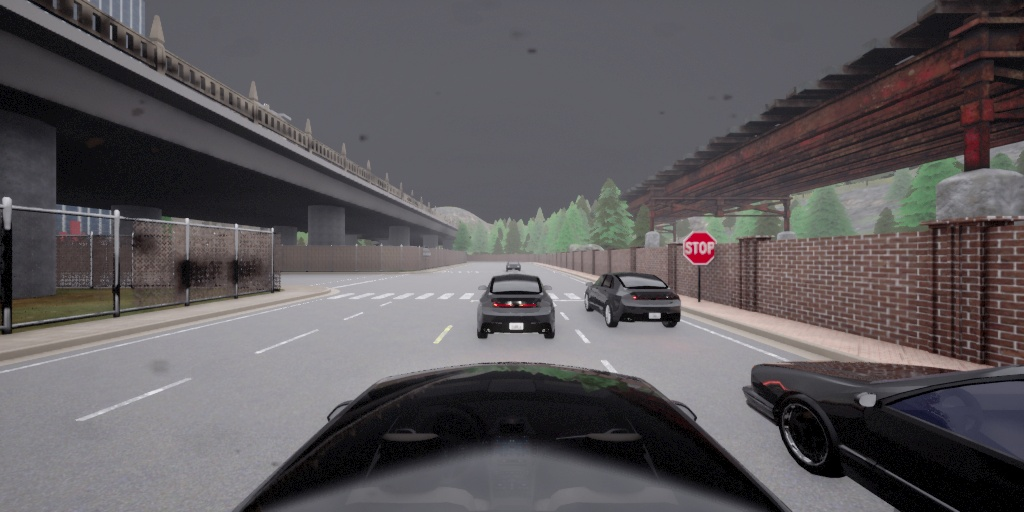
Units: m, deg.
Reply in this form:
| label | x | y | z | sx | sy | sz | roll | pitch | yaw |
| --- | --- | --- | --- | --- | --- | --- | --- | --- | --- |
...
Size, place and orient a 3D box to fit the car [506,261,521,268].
| label | x | y | z | sx | sy | sz | roll | pitch | yaw |
| --- | --- | --- | --- | --- | --- | --- | --- | --- | --- |
| car | 0.164 | 1.351 | 46.352 | 1.895 | 1.301 | 4.718 | 0 | 0 | -1 |

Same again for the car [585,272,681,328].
| label | x | y | z | sx | sy | sz | roll | pitch | yaw |
| --- | --- | --- | --- | --- | --- | --- | --- | --- | --- |
| car | 3.596 | 1.255 | 11.433 | 1.837 | 1.490 | 4.892 | 0 | 0 | 0 |

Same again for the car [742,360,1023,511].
| label | x | y | z | sx | sy | sz | roll | pitch | yaw |
| --- | --- | --- | --- | --- | --- | --- | --- | --- | --- |
| car | 3.600 | 1.297 | 1.687 | 2.033 | 1.411 | 5.357 | 0 | 0 | 0 |

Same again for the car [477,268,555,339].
| label | x | y | z | sx | sy | sz | roll | pitch | yaw |
| --- | --- | --- | --- | --- | --- | --- | --- | --- | --- |
| car | 0.095 | 1.255 | 10.073 | 1.837 | 1.490 | 4.892 | 0 | 0 | 0 |
